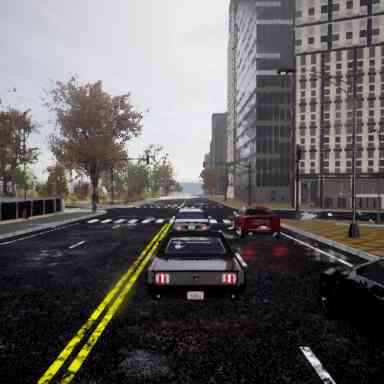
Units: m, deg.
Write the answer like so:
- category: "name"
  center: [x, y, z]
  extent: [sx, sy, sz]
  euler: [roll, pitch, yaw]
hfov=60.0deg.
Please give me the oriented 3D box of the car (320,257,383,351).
- category: "car"
  center: [3.344, 1.502, 4.291]
  extent: [2.163, 1.488, 4.792]
  euler: [0, 0, 0]

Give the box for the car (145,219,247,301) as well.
- category: "car"
  center: [0.071, 1.598, 8.279]
  extent: [1.895, 1.301, 4.718]
  euler: [0, 0, 0]

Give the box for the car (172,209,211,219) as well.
- category: "car"
  center: [-0.016, 1.544, 16.519]
  extent: [2.033, 1.411, 5.357]
  euler: [0, 0, 0]

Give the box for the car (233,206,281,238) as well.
- category: "car"
  center: [3.299, 1.474, 17.664]
  extent: [1.882, 1.535, 5.008]
  euler: [0, 0, 1]
